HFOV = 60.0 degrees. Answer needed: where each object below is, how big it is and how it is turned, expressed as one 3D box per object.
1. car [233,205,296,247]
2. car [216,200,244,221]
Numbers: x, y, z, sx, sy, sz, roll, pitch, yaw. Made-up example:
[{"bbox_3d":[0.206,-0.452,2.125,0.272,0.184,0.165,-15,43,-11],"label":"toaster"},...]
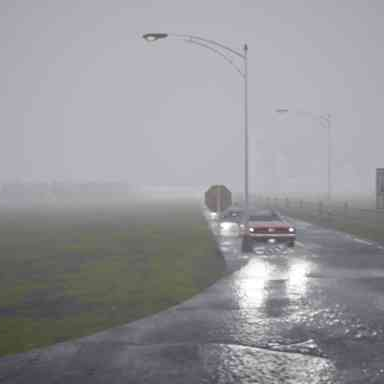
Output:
[{"bbox_3d":[2.995,1.441,14.231,1.895,1.301,4.718,0,0,3],"label":"car"},{"bbox_3d":[2.807,1.315,24.265,1.994,1.385,4.181,0,1,0],"label":"car"}]
